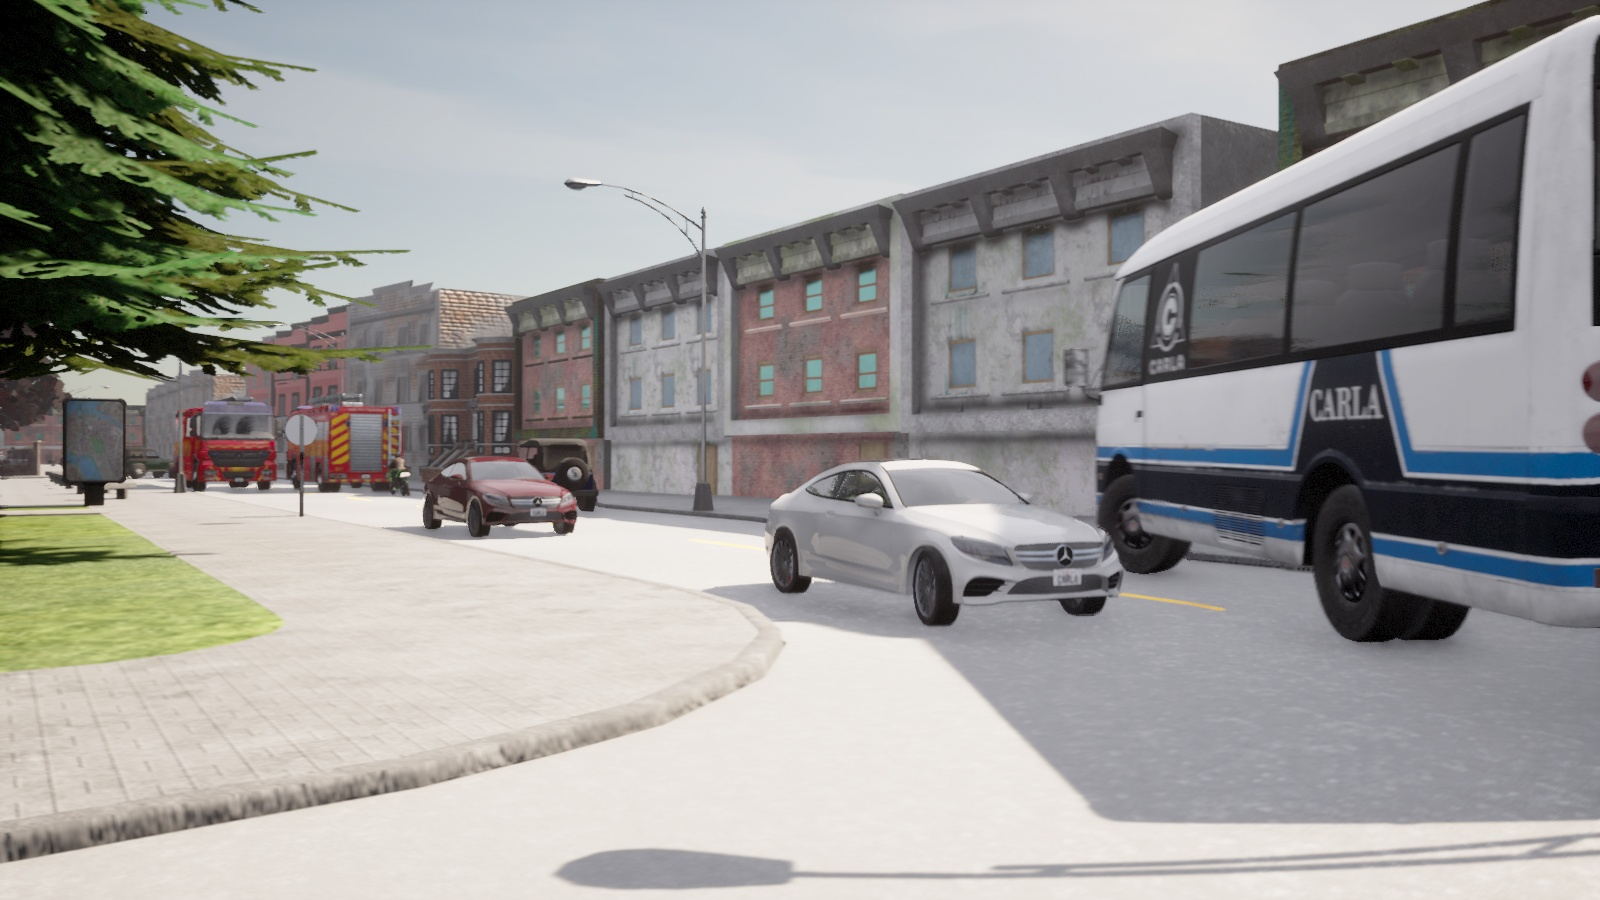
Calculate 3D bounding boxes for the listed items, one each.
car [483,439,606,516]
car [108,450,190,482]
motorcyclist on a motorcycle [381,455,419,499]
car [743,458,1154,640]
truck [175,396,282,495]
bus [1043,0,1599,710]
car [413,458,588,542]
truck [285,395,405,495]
[{"bbox_3d":[-6.752,0.677,32.884,1.905,1.878,3.866,0,0,-33],"label":"car"},{"bbox_3d":[-38.379,0.923,74.086,1.905,1.878,3.866,0,0,30],"label":"car"},{"bbox_3d":[-14.231,0.928,44.621,0.797,1.523,2.044,0,0,-33],"label":"motorcyclist on a motorcycle"},{"bbox_3d":[1.203,0.811,12.529,1.812,1.442,4.674,0,0,-26],"label":"car"},{"bbox_3d":[-24.038,-0.159,52.556,2.891,3.827,8.468,0,0,-32],"label":"truck"},{"bbox_3d":[5.665,-0.634,12.706,3.944,4.253,10.273,-1,0,-3],"label":"bus"},{"bbox_3d":[-5.824,0.873,23.985,1.812,1.442,4.674,0,0,-33],"label":"car"},{"bbox_3d":[-19.039,-0.177,52.163,2.891,3.827,8.468,0,0,-33],"label":"truck"}]
